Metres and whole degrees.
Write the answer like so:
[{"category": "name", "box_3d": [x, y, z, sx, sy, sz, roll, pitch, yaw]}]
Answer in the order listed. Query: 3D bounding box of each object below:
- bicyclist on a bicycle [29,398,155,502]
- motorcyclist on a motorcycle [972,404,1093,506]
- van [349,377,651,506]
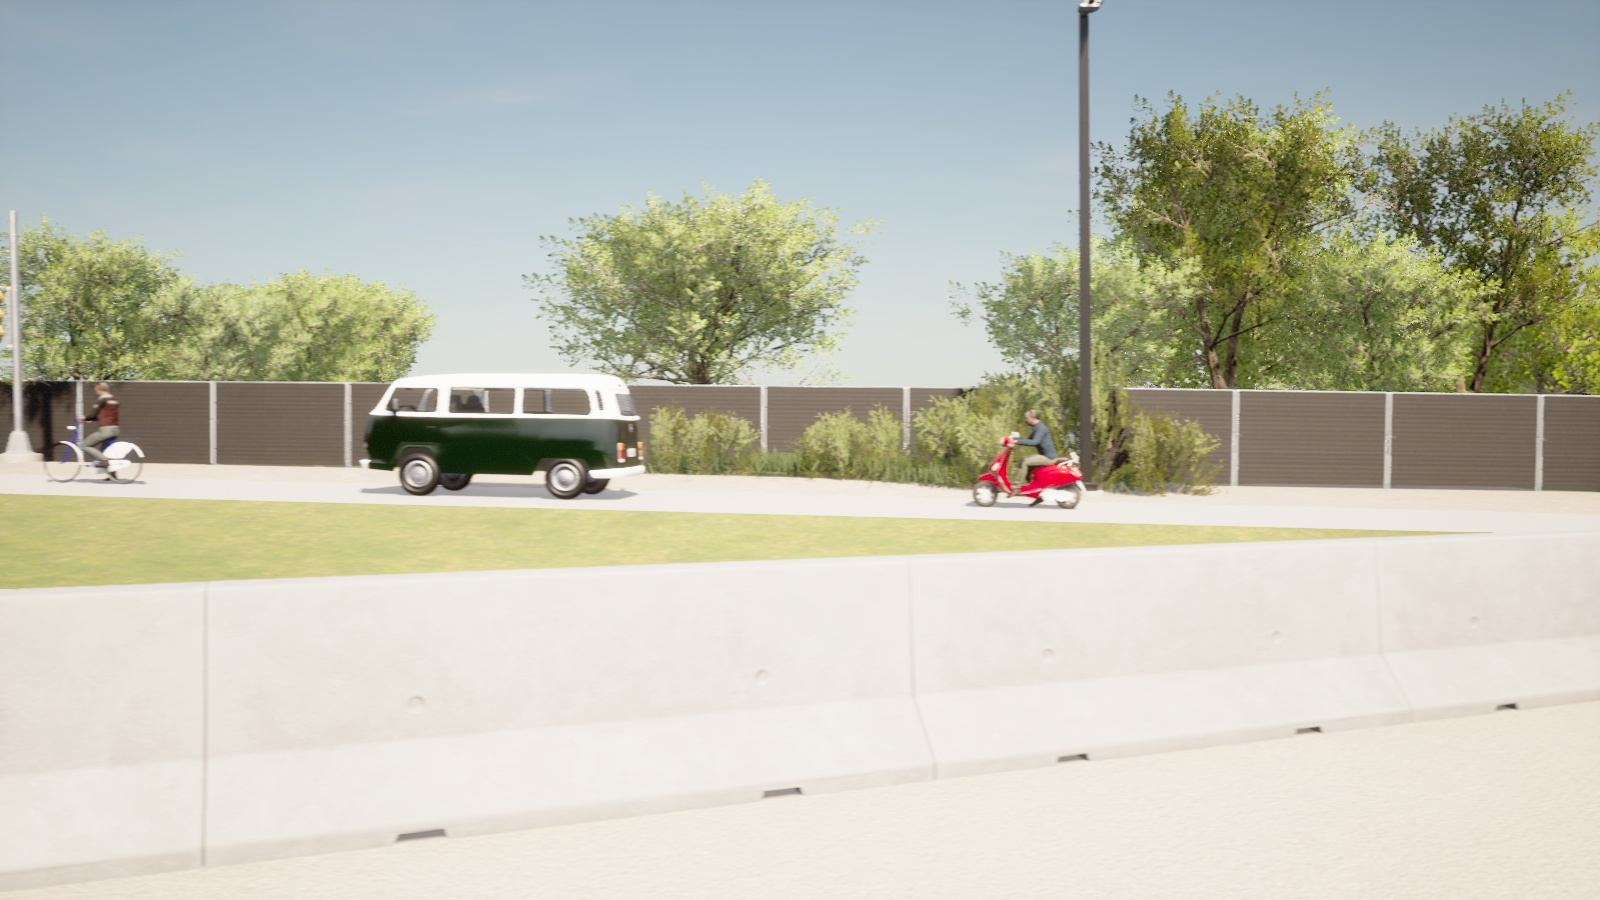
[{"category": "bicyclist on a bicycle", "box_3d": [-12.286, -0.018, 21.822, 1.843, 1.776, 0.659, 0, 2, 6]}, {"category": "motorcyclist on a motorcycle", "box_3d": [3.716, 0.070, 20.203, 1.817, 1.590, 0.866, 0, 2, 4]}, {"category": "van", "box_3d": [-4.927, -0.161, 21.028, 4.480, 2.038, 2.069, 0, 2, 6]}]
